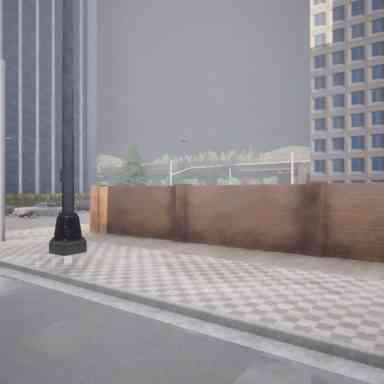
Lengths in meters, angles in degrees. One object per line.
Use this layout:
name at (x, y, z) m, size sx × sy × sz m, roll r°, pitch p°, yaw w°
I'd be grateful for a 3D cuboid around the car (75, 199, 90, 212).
car at (-12.415, 1.547, 37.483) m, size 2.033 × 1.411 × 5.357 m, roll 0°, pitch 0°, yaw 35°

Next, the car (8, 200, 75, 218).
car at (-13.420, 1.601, 29.947) m, size 1.895 × 1.301 × 4.718 m, roll 0°, pitch 0°, yaw 35°

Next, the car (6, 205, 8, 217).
car at (-18.224, 1.547, 29.252) m, size 2.033 × 1.411 × 5.357 m, roll 0°, pitch 0°, yaw 32°
